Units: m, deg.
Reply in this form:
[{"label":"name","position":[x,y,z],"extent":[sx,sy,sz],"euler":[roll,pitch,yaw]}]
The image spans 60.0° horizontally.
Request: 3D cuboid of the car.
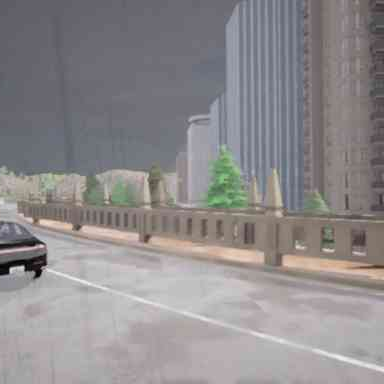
[{"label":"car","position":[-5.688,1.518,9.028],"extent":[4.902,1.511,2.128],"euler":[0,0,42]}]
